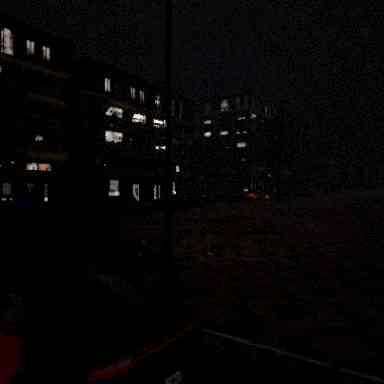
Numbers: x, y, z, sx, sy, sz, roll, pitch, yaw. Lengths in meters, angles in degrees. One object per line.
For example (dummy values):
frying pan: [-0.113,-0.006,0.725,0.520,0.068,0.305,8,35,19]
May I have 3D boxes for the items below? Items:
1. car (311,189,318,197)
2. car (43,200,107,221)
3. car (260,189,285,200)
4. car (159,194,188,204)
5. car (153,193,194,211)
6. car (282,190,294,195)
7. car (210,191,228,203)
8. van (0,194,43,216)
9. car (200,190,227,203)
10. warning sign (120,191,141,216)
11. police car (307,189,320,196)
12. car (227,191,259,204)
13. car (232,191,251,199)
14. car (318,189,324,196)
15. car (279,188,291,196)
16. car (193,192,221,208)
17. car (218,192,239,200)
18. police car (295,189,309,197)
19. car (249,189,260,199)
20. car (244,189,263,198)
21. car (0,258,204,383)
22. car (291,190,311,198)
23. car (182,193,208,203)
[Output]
car: [26.380,0.400,75.318,2.008,1.369,4.403,1,2,35]
car: [-8.418,1.364,24.904,1.947,1.339,4.313,2,2,35]
car: [13.823,0.713,57.125,1.752,1.417,4.829,1,2,35]
car: [-2.661,0.960,47.997,1.947,1.339,4.313,2,2,35]
car: [-2.092,1.168,34.069,1.887,1.381,4.507,2,2,35]
car: [25.810,0.168,89.245,1.887,1.381,4.507,2,2,35]
car: [4.896,0.831,48.891,1.882,1.535,5.008,0,1,35]
van: [-15.313,1.084,29.659,1.690,1.788,3.998,2,2,35]
car: [3.367,0.657,52.087,2.097,1.767,4.553,0,1,35]
warning sign: [-4.804,0.882,25.995,1.300,1.860,1.060,-1,0,35]
police car: [31.535,0.082,86.074,1.930,1.638,5.238,0,1,34]
car: [7.399,0.913,47.819,2.008,1.369,4.403,1,2,35]
car: [9.896,0.577,66.188,1.752,1.417,4.829,2,2,35]
car: [32.707,0.119,84.482,1.967,1.590,4.097,1,2,35]
car: [22.649,0.024,84.656,2.192,1.841,5.009,2,2,35]
car: [1.072,1.087,38.652,2.008,1.369,4.403,2,2,35]
car: [6.829,0.701,61.747,1.947,1.339,4.313,2,2,35]
police car: [25.732,0.233,77.928,1.930,1.638,5.238,0,1,32]
car: [11.291,0.530,58.212,2.097,1.767,4.553,0,1,35]
car: [13.159,0.279,70.907,2.192,1.841,5.009,2,2,35]
car: [-1.985,1.551,4.277,4.507,1.381,1.887,0,0,35]
car: [23.217,0.485,70.736,2.008,1.369,4.403,1,2,35]
car: [0.502,0.858,52.580,2.008,1.369,4.403,2,2,35]
